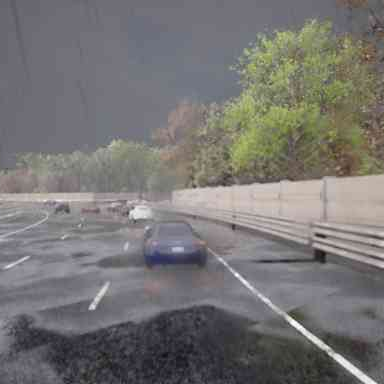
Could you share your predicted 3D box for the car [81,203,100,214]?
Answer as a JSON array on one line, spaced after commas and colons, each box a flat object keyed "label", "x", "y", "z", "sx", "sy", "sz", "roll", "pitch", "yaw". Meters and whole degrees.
[{"label": "car", "x": -13.688, "y": 2.158, "z": 44.829, "sx": 1.994, "sy": 1.385, "sz": 4.181, "roll": 0, "pitch": -1, "yaw": -24}]

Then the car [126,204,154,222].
[{"label": "car", "x": -4.562, "y": 1.912, "z": 30.049, "sx": 1.812, "sy": 1.442, "sz": 4.674, "roll": 0, "pitch": -1, "yaw": -16}]

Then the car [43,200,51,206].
[{"label": "car", "x": -33.962, "y": 2.608, "z": 79.756, "sx": 4.674, "sy": 1.442, "sz": 1.812, "roll": -1, "pitch": -1, "yaw": 44}]

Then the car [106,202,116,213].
[{"label": "car", "x": -10.660, "y": 2.135, "z": 46.752, "sx": 1.812, "sy": 1.442, "sz": 4.674, "roll": 0, "pitch": -1, "yaw": -26}]

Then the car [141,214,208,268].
[{"label": "car", "x": -0.722, "y": 1.715, "z": 11.934, "sx": 1.994, "sy": 1.385, "sz": 4.181, "roll": 0, "pitch": -1, "yaw": -9}]

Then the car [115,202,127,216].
[{"label": "car", "x": -7.442, "y": 2.051, "z": 38.915, "sx": 2.033, "sy": 1.411, "sz": 5.357, "roll": 0, "pitch": -1, "yaw": -17}]

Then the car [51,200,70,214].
[{"label": "car", "x": -17.571, "y": 2.111, "z": 44.870, "sx": 1.837, "sy": 1.490, "sz": 4.892, "roll": 0, "pitch": -1, "yaw": -26}]
